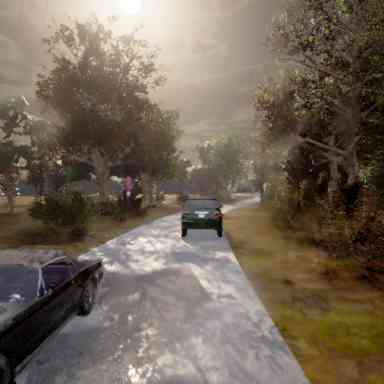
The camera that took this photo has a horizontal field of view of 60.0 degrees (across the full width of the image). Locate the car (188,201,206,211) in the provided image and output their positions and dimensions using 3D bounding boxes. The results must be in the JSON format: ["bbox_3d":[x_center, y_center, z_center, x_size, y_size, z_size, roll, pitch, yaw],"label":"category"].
[{"bbox_3d":[0.768,1.983,47.226,1.994,1.385,4.181,0,-1,10],"label":"car"}]

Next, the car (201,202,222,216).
[{"bbox_3d":[2.231,1.822,36.934,1.994,1.385,4.181,0,-1,7],"label":"car"}]

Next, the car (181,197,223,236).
[{"bbox_3d":[0.607,1.279,18.978,2.150,2.045,5.566,0,0,3],"label":"car"}]

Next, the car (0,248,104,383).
[{"bbox_3d":[-2.801,1.604,4.778,1.895,1.301,4.718,0,0,1],"label":"car"}]
